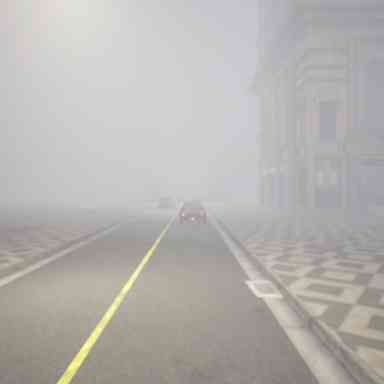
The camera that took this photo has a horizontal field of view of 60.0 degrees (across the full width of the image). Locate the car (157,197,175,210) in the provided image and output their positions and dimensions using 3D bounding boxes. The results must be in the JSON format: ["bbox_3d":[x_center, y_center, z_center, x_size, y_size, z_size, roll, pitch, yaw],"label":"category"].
[{"bbox_3d":[-3.119,1.377,40.704,1.837,1.490,4.892,0,0,0],"label":"car"}]

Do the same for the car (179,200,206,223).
[{"bbox_3d":[0.045,1.534,24.797,1.895,1.301,4.718,0,0,0],"label":"car"}]

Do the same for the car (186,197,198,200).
[{"bbox_3d":[0.008,1.358,41.534,2.128,1.511,4.902,0,0,0],"label":"car"}]
